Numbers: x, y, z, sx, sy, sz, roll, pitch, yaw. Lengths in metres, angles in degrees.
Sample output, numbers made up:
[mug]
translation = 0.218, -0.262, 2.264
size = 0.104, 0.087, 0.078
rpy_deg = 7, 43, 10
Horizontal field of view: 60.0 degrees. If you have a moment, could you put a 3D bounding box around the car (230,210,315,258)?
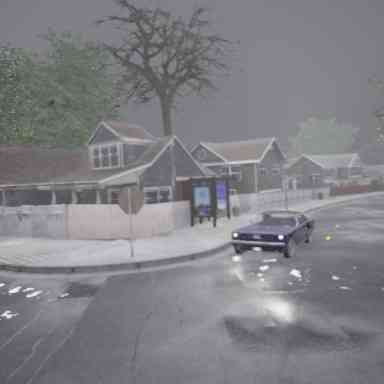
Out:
[car]
translation = 3.074, 1.376, 12.044
size = 1.895, 1.301, 4.718
rpy_deg = -1, 1, 30
